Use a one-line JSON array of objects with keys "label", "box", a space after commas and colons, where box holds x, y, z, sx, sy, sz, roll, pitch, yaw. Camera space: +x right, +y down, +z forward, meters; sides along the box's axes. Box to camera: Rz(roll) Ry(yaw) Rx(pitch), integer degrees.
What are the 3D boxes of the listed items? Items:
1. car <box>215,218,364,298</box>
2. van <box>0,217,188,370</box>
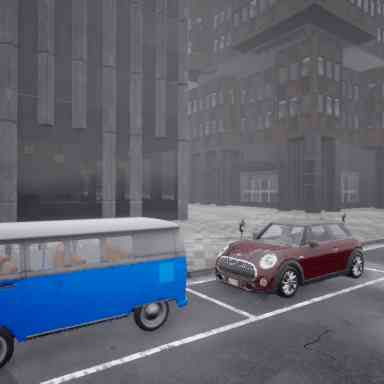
[{"label": "car", "box": [2.523, 1.441, 8.439, 4.097, 1.590, 1.967, 0, 0, -35]}, {"label": "van", "box": [-1.978, 1.341, 5.235, 3.998, 1.788, 1.690, 0, 0, -35]}]
